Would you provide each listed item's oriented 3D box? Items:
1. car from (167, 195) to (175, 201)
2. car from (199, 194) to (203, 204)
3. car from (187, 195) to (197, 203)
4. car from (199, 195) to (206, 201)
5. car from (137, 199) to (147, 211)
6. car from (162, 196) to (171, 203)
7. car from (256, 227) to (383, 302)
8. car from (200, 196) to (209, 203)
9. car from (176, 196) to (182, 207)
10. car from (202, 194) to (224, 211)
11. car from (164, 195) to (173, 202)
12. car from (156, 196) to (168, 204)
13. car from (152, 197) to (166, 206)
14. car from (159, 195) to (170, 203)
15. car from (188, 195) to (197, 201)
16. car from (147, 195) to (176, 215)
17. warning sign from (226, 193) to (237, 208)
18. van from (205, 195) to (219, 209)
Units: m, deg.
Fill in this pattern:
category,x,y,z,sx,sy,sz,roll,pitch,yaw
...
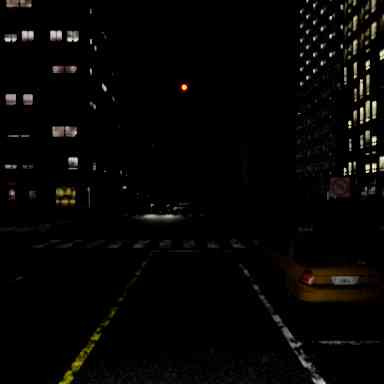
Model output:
category,x,y,z,sx,sy,sz,roll,pitch,yaw
car,-5.586,1.585,89.991,1.752,1.417,4.829,0,0,0
car,2.760,1.334,62.517,2.192,1.841,5.009,0,0,0
car,0.082,1.506,69.191,1.882,1.535,5.008,0,0,0
car,2.794,1.585,90.321,1.752,1.417,4.829,0,0,0
car,-5.645,1.550,40.421,2.008,1.369,4.403,0,0,0
car,-5.606,1.616,73.581,1.802,1.307,4.206,0,0,0
car,2.696,1.522,8.169,1.752,1.417,4.829,0,0,0
car,2.774,1.579,73.571,1.887,1.381,4.507,0,0,0
car,-3.035,1.554,50.412,2.033,1.411,5.357,0,0,0
car,2.734,1.314,40.412,2.192,1.841,5.009,0,0,0
car,-5.600,1.482,79.108,1.967,1.590,4.097,0,0,0
car,-5.619,1.564,62.527,1.887,1.381,4.507,0,0,0
car,-5.626,1.563,57.001,2.008,1.369,4.403,0,0,0
car,-5.613,1.467,68.054,1.967,1.590,4.097,0,0,0
car,0.095,1.496,79.608,2.033,1.411,5.357,0,0,0
car,-3.058,1.349,34.264,2.097,1.767,4.553,0,0,0
warning sign,5.124,1.116,43.665,1.300,1.860,1.060,0,0,0
van,2.740,1.344,45.937,1.690,1.788,3.998,0,0,0
